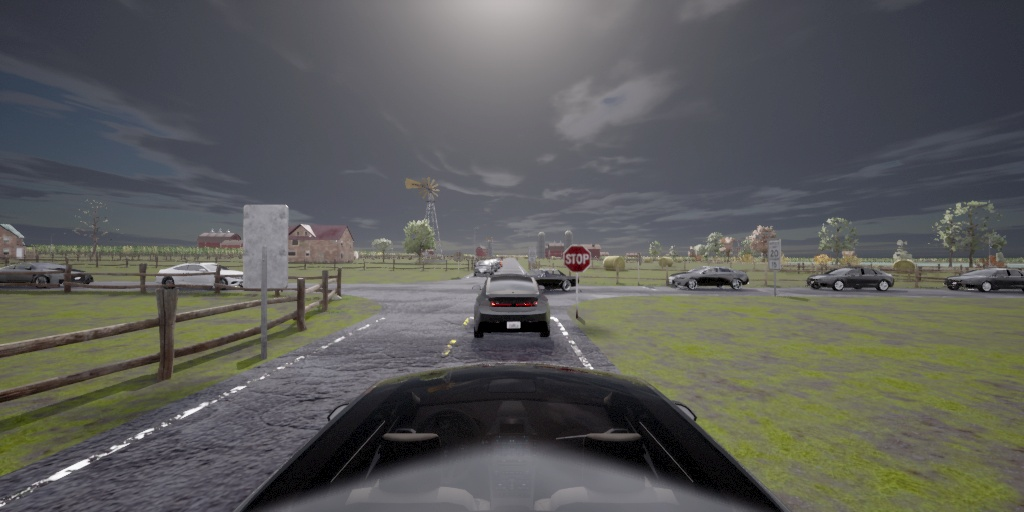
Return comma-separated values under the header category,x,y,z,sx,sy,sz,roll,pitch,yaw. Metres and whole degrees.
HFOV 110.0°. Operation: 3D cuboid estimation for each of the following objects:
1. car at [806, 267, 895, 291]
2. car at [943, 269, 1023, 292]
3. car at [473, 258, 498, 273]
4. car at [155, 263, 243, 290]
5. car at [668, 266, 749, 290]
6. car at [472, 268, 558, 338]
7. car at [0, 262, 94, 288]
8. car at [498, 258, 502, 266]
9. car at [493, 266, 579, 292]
category,x,y,z,sx,sy,sz,roll,pitch,yaw
car,22.213,1.499,23.657,4.892,1.490,1.837,1,-1,-1
car,31.716,1.587,23.772,4.892,1.490,1.837,1,-1,-1
car,-2.838,1.243,36.913,2.128,1.511,4.902,0,0,0
car,-17.233,1.103,20.192,4.674,1.442,1.812,1,-1,-1
car,12.811,1.397,23.491,4.902,1.511,2.128,1,-1,-2
car,-0.069,1.256,10.225,1.837,1.490,4.892,0,0,-3
car,-26.353,1.048,20.076,4.181,1.385,1.994,1,-1,-1
car,-2.825,1.241,46.359,2.128,1.511,4.902,0,0,0
car,1.510,1.369,20.270,4.718,1.301,1.895,1,0,-35
